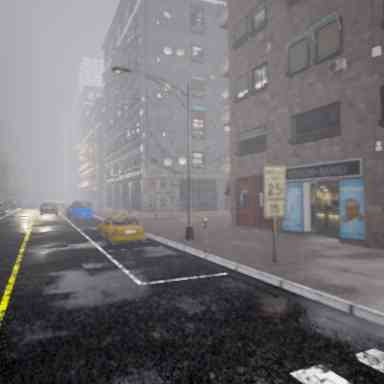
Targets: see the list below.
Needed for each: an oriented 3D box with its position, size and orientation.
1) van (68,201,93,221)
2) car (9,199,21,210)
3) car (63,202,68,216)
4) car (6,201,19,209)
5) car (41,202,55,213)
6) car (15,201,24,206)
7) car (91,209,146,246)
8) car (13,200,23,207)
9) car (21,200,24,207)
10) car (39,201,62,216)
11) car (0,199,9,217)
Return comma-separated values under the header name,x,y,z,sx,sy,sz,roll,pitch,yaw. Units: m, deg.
name,x,y,z,sx,sy,sz,roll,pitch,yaw
van,-10.400,1.746,31.356,1.690,1.788,3.998,0,-1,-24
car,-31.776,2.198,58.138,2.192,1.841,5.009,0,-1,-24
car,-12.691,1.918,36.397,1.967,1.590,4.097,0,-1,-24
car,-33.996,2.481,63.022,1.752,1.417,4.829,0,-1,-24
car,-21.310,2.216,49.089,1.812,1.442,4.674,0,-1,-24
car,-43.231,2.846,83.344,1.802,1.307,4.206,0,-1,-24
car,-3.596,1.714,16.381,1.752,1.417,4.829,0,-1,-24
car,-40.941,2.627,78.304,1.967,1.590,4.097,0,-1,-24
car,-38.649,2.676,73.261,1.947,1.339,4.313,0,-1,-24
car,-17.083,2.045,39.792,2.128,1.511,4.902,0,-1,-24
car,-22.611,1.900,37.970,2.192,1.841,5.009,0,-1,-24
